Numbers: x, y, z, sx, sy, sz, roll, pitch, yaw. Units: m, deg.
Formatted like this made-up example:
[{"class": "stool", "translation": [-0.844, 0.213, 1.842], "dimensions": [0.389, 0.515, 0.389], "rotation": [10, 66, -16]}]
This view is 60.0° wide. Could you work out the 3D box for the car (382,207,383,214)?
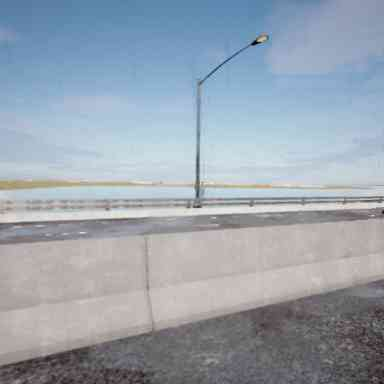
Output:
[{"class": "car", "translation": [17.107, 1.203, 25.833], "dimensions": [5.357, 1.411, 2.033], "rotation": [0, 1, -29]}]
